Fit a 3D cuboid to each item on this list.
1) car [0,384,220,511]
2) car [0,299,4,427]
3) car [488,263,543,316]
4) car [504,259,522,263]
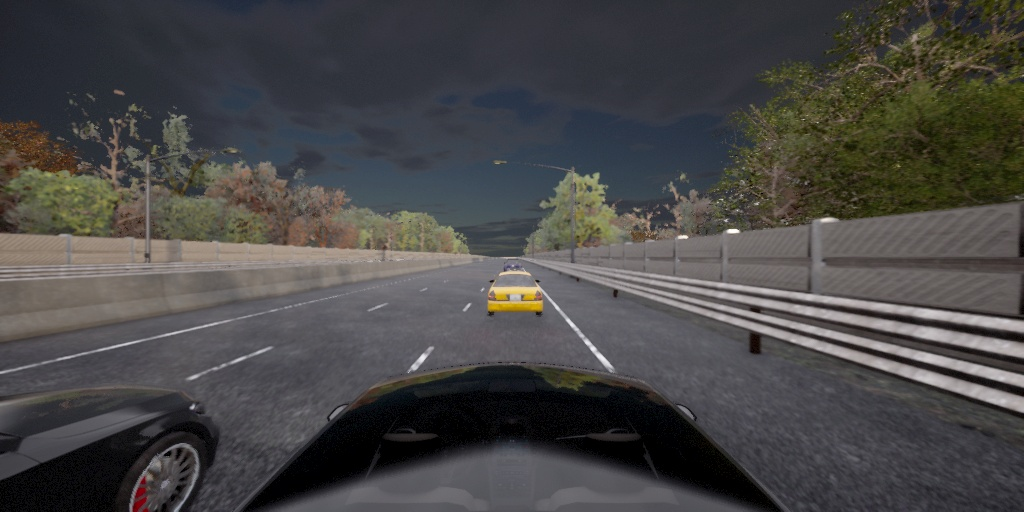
[{"bbox_3d":[-3.387,1.276,1.051,1.812,1.442,4.674,0,0,0],"label":"car"},{"bbox_3d":[-6.900,1.256,1.777,1.837,1.490,4.892,0,0,0],"label":"car"},{"bbox_3d":[0.100,1.209,13.238,1.801,1.575,5.366,0,0,0],"label":"car"},{"bbox_3d":[0.100,1.112,41.597,2.097,1.767,4.553,0,0,0],"label":"car"}]
